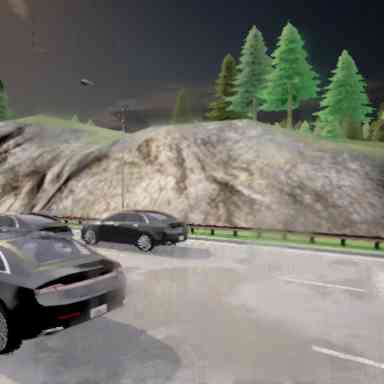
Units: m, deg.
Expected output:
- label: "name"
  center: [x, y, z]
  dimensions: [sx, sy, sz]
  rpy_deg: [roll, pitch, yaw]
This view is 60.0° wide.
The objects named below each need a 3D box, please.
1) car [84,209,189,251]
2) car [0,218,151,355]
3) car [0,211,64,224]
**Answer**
- label: "car"
  center: [-2.449, 1.468, 13.670]
  dimensions: [4.892, 1.490, 1.837]
  rpy_deg: [0, 0, 32]
- label: "car"
  center: [-3.371, 1.470, 6.033]
  dimensions: [4.902, 1.511, 2.128]
  rpy_deg: [0, 0, 32]
- label: "car"
  center: [-6.394, 1.464, 11.924]
  dimensions: [4.892, 1.490, 1.837]
  rpy_deg: [0, 0, 30]
